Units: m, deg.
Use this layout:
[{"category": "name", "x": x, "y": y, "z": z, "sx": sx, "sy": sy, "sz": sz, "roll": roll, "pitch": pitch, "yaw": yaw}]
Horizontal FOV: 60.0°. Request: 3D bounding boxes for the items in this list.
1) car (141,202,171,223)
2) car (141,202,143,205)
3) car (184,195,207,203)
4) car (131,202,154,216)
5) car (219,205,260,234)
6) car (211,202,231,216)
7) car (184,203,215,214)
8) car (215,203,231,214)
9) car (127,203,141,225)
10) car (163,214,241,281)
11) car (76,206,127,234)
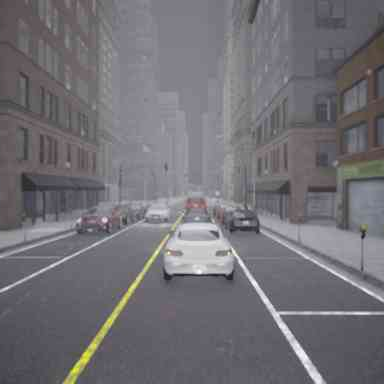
[{"category": "car", "x": -2.760, "y": 1.737, "z": 28.005, "sx": 1.812, "sy": 1.442, "sz": 4.674, "roll": 0, "pitch": -1, "yaw": 1}, {"category": "car", "x": -5.437, "y": 1.786, "z": 31.241, "sx": 2.008, "sy": 1.369, "sz": 4.403, "roll": -1, "pitch": 0, "yaw": 1}, {"category": "car", "x": 0.371, "y": 1.483, "z": 34.286, "sx": 2.150, "sy": 2.045, "sz": 5.566, "roll": 0, "pitch": 0, "yaw": 1}, {"category": "car", "x": -5.375, "y": 1.823, "z": 36.746, "sx": 1.887, "sy": 1.381, "sz": 4.507, "roll": -1, "pitch": 0, "yaw": 1}, {"category": "car", "x": 2.965, "y": 1.719, "z": 20.136, "sx": 1.947, "sy": 1.339, "sz": 4.313, "roll": -1, "pitch": 0, "yaw": 1}, {"category": "car", "x": 3.150, "y": 1.825, "z": 36.650, "sx": 1.887, "sy": 1.381, "sz": 4.507, "roll": -1, "pitch": 0, "yaw": 1}, {"category": "car", "x": 0.352, "y": 1.743, "z": 23.652, "sx": 1.994, "sy": 1.385, "sz": 4.181, "roll": 0, "pitch": 0, "yaw": 0}, {"category": "car", "x": 3.026, "y": 1.740, "z": 25.640, "sx": 1.887, "sy": 1.381, "sz": 4.507, "roll": -1, "pitch": 0, "yaw": 1}, {"category": "car", "x": -5.498, "y": 1.759, "z": 25.736, "sx": 1.947, "sy": 1.339, "sz": 4.313, "roll": -1, "pitch": 0, "yaw": 1}, {"category": "car", "x": 0.191, "y": 1.601, "z": 10.003, "sx": 1.812, "sy": 1.442, "sz": 4.674, "roll": 0, "pitch": 0, "yaw": 1}, {"category": "car", "x": -5.562, "y": 1.591, "z": 20.232, "sx": 1.967, "sy": 1.590, "sz": 4.097, "roll": -1, "pitch": 0, "yaw": 1}]
